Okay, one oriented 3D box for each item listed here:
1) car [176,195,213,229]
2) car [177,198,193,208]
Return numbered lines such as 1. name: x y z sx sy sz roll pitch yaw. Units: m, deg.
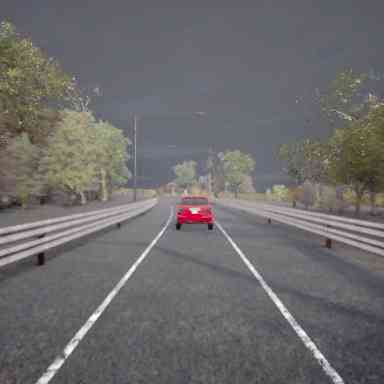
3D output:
1. car: 0.144 1.231 21.664 2.150 2.045 5.566 1 0 0
2. car: -1.096 1.550 48.368 1.994 1.385 4.181 0 0 -5
